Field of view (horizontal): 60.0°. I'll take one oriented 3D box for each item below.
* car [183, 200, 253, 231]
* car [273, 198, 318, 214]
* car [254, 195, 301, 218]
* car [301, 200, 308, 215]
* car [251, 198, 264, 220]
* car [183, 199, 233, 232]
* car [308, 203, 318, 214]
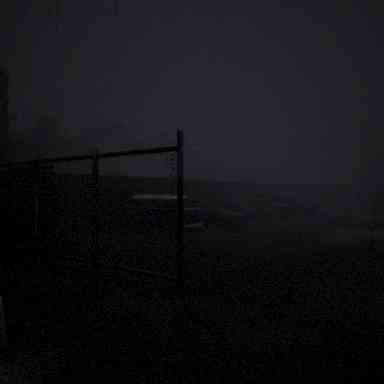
[{"bbox_3d":[0.790,1.453,20.991,5.357,1.415,2.033,0,0,36],"label":"car"},{"bbox_3d":[10.887,1.397,34.988,4.193,1.474,1.816,0,0,36],"label":"car"},{"bbox_3d":[6.926,1.223,28.646,3.866,1.878,1.905,0,0,36],"label":"car"},{"bbox_3d":[8.888,1.435,29.897,2.207,1.379,1.481,0,0,36],"label":"car"},{"bbox_3d":[3.186,1.391,25.031,3.633,1.501,1.845,0,0,36],"label":"car"},{"bbox_3d":[1.052,1.381,21.082,1.789,1.547,3.705,0,0,36],"label":"car"},{"bbox_3d":[9.635,1.330,31.983,4.611,1.667,2.242,0,0,36],"label":"car"}]
